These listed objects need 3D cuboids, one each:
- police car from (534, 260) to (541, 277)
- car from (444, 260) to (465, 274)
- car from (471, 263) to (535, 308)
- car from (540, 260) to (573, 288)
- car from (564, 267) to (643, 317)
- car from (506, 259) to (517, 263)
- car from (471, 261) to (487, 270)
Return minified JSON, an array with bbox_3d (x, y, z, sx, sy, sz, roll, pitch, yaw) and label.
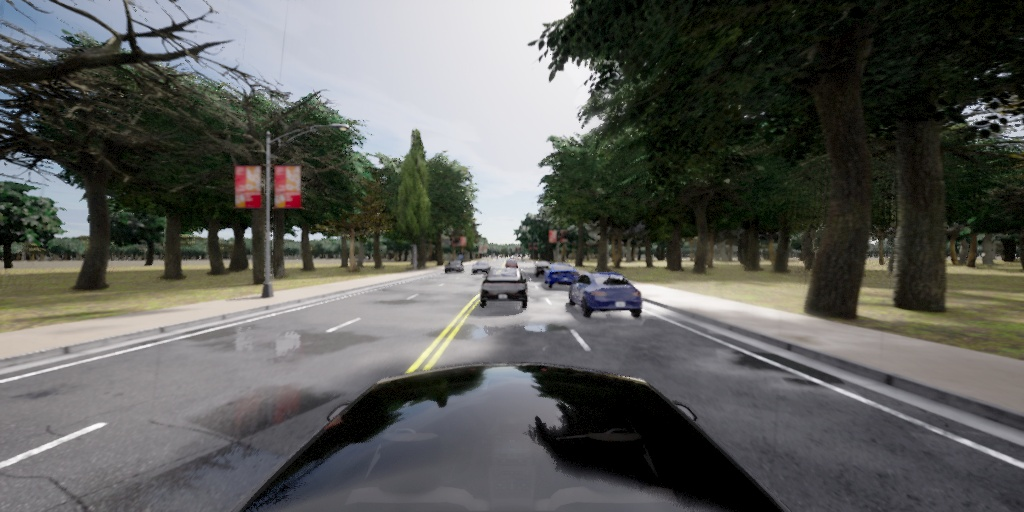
[{"bbox_3d":[3.195,1.193,35.150,1.930,1.638,5.238,0,0,0],"label":"police car"},{"bbox_3d":[-6.672,1.274,41.868,1.837,1.490,4.892,0,0,0],"label":"car"},{"bbox_3d":[-0.261,1.253,15.379,2.128,1.511,4.902,0,0,1],"label":"car"},{"bbox_3d":[3.225,1.243,24.035,1.882,1.535,5.008,0,0,0],"label":"car"},{"bbox_3d":[3.244,1.284,13.030,1.812,1.442,4.674,0,0,0],"label":"car"},{"bbox_3d":[-0.069,1.326,57.716,1.994,1.385,4.181,0,0,0],"label":"car"},{"bbox_3d":[-3.423,1.316,40.308,2.033,1.411,5.357,0,0,0],"label":"car"}]
